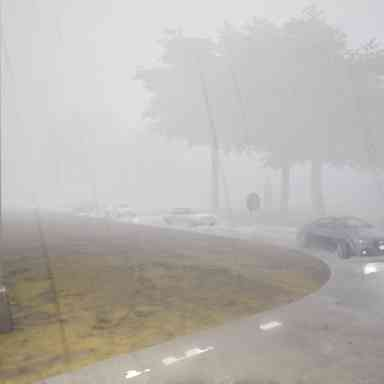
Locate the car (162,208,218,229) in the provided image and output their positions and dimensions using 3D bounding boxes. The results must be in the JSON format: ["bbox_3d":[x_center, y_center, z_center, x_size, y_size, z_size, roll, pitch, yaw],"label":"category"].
[{"bbox_3d":[-0.211,1.825,23.939,1.895,1.301,4.718,-1,0,-35],"label":"car"}]

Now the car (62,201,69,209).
[{"bbox_3d":[-21.834,2.280,59.632,1.895,1.301,4.718,-1,0,-34],"label":"car"}]

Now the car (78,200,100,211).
[{"bbox_3d":[-15.993,2.056,51.380,1.837,1.490,4.892,-1,0,-35],"label":"car"}]

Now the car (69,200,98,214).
[{"bbox_3d":[-14.444,2.032,44.132,1.812,1.442,4.674,-1,0,-35],"label":"car"}]

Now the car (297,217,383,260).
[{"bbox_3d":[5.835,1.657,12.824,1.994,1.385,4.181,-1,-1,-13],"label":"car"}]

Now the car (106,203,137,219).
[{"bbox_3d":[-7.329,1.888,34.007,1.812,1.442,4.674,-1,0,-36],"label":"car"}]
